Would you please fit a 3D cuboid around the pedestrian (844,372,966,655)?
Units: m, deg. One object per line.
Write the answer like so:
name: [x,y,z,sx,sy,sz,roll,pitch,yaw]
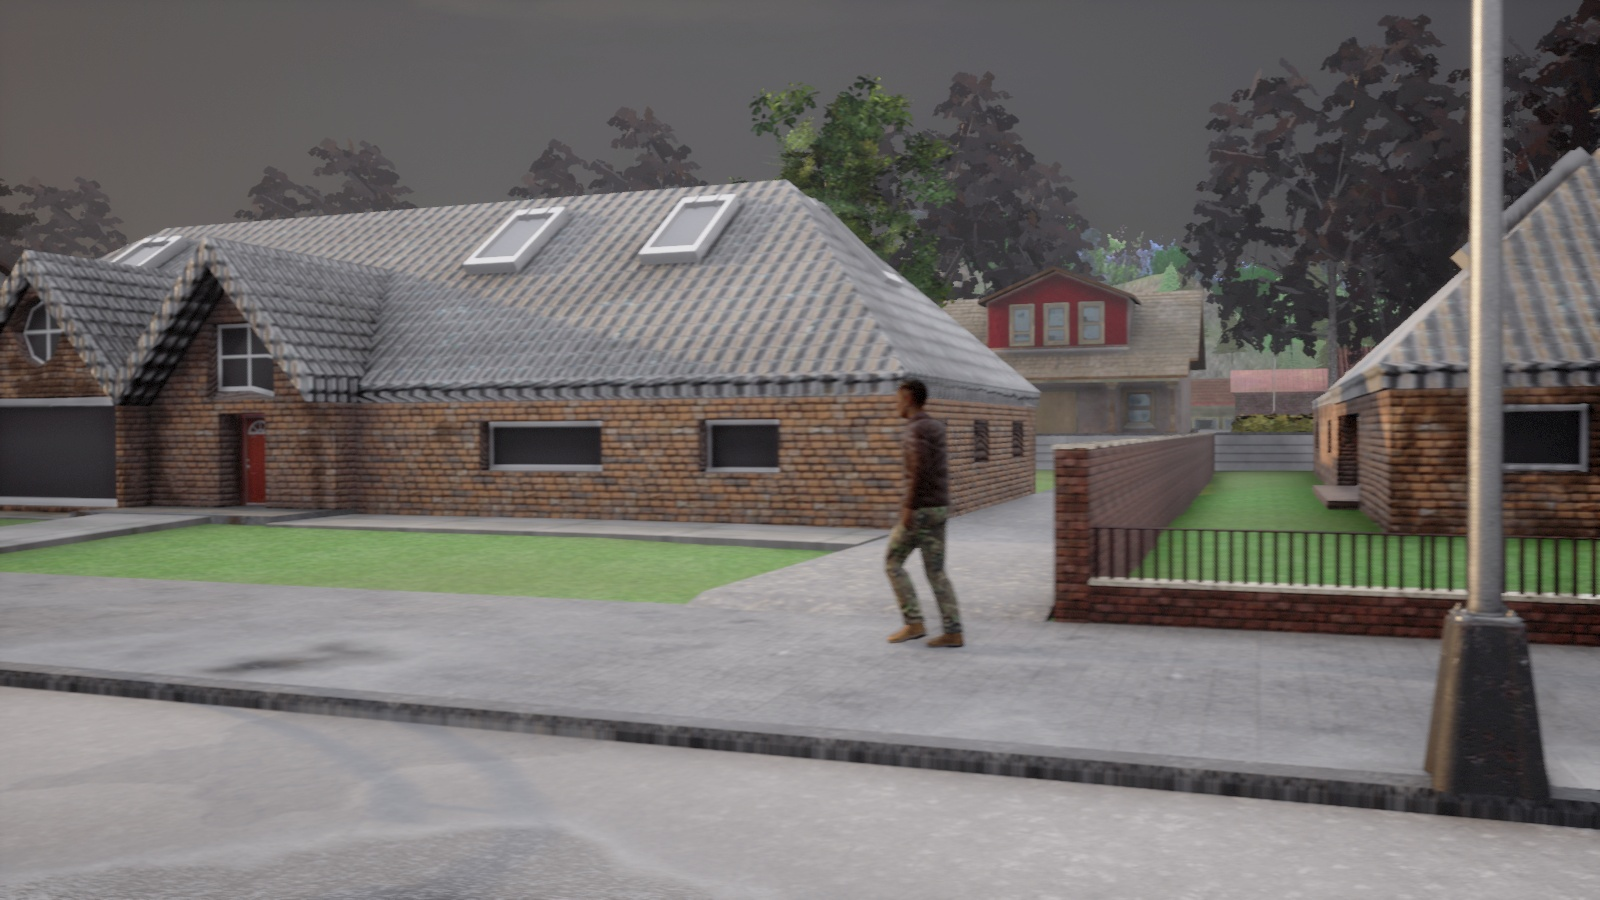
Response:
pedestrian: [0.709,0.406,8.520,0.703,1.840,0.431,1,1,30]
